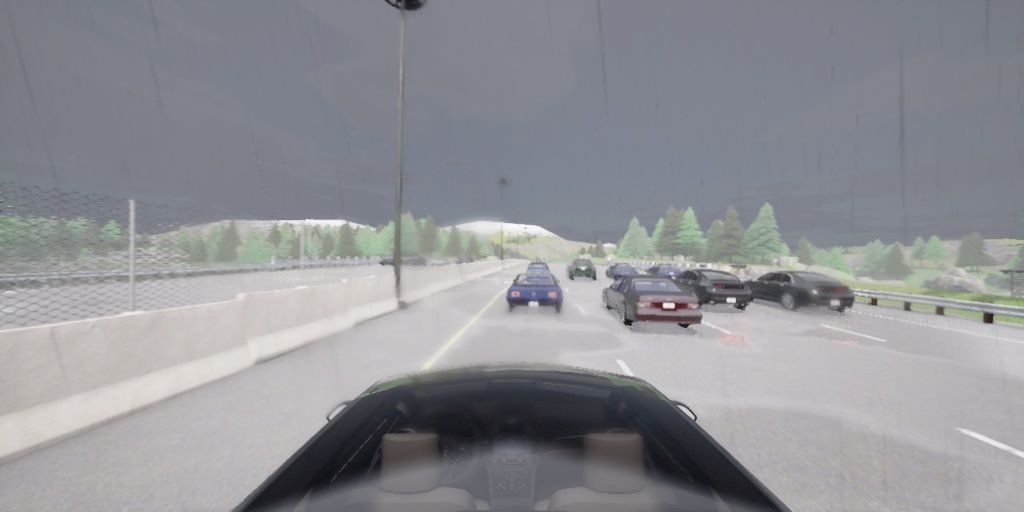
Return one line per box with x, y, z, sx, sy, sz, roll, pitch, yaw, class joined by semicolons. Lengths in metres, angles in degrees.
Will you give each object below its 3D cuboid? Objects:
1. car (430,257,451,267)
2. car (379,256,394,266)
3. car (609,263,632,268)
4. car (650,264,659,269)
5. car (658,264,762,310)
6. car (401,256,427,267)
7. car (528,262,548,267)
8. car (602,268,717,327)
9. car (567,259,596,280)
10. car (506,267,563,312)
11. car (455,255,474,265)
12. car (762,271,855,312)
-10.229;0.869;51.446;1.895;1.301;4.718;1;0;5;car
-17.223;0.697;51.736;2.033;1.411;5.357;1;0;5;car
9.316;1.281;30.705;1.994;1.385;4.181;1;0;5;car
12.796;1.341;30.333;1.994;1.385;4.181;1;0;5;car
8.066;1.304;15.235;1.837;1.490;4.892;1;1;5;car
-13.736;0.757;51.465;2.033;1.411;5.357;1;0;5;car
1.956;1.168;26.892;2.033;1.411;5.357;1;0;5;car
4.244;1.305;11.681;2.033;1.411;5.357;1;0;5;car
5.751;1.013;30.063;2.097;1.767;4.553;1;0;5;car
0.928;1.288;13.926;1.895;1.301;4.718;1;0;5;car
-6.708;0.680;51.499;2.097;1.767;4.553;1;0;5;car
11.556;1.363;14.969;1.837;1.490;4.892;1;1;5;car
